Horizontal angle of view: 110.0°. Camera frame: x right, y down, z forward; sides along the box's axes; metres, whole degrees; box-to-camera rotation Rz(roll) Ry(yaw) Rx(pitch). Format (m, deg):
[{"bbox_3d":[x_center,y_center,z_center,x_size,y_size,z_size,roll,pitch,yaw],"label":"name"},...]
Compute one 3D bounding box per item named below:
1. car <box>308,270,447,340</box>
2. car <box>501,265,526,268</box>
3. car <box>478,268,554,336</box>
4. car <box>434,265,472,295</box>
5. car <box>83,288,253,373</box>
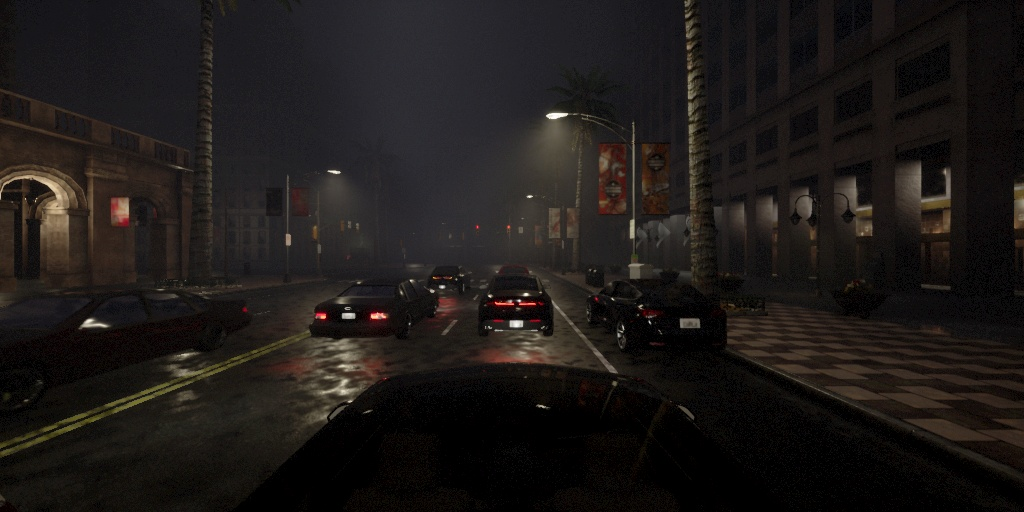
[{"bbox_3d":[-3.399,1.297,9.987,2.033,1.411,5.357,0,0,0],"label":"car"},{"bbox_3d":[0.100,1.228,19.819,1.882,1.535,5.008,0,0,0],"label":"car"},{"bbox_3d":[0.091,1.254,10.369,1.837,1.490,4.892,0,0,0],"label":"car"},{"bbox_3d":[-3.395,1.255,19.876,1.837,1.490,4.892,0,0,0],"label":"car"},{"bbox_3d":[-7.096,1.297,6.143,2.033,1.411,5.357,0,0,0],"label":"car"}]
